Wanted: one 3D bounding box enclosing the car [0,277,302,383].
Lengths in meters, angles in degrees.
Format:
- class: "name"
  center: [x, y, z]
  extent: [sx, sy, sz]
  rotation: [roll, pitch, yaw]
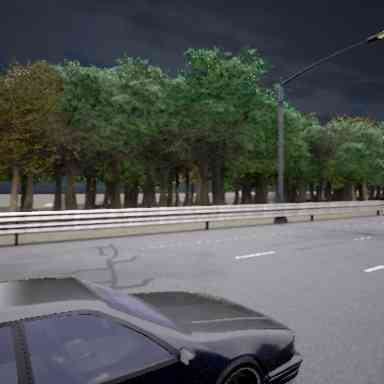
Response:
- class: "car"
  center: [-1.413, 1.546, 2.871]
  extent: [5.357, 1.411, 2.033]
  rotation: [0, 0, -35]
